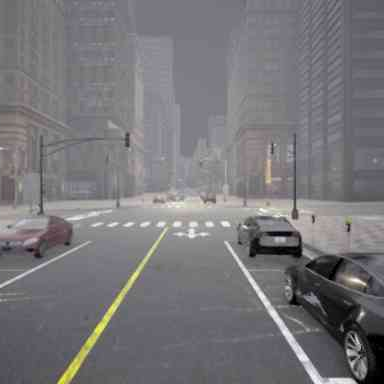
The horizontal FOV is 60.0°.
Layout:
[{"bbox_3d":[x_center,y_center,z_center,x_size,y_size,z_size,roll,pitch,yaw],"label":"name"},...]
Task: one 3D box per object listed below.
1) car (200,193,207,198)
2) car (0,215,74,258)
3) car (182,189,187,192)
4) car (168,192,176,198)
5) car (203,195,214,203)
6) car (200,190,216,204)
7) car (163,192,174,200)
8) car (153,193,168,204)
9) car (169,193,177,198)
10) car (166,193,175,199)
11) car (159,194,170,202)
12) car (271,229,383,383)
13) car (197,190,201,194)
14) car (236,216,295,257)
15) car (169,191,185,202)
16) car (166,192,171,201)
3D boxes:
[{"bbox_3d":[3.192,0.956,94.583,1.802,1.307,4.206,1,1,0],"label":"car"},{"bbox_3d":[-5.770,1.537,12.476,1.802,1.307,4.206,0,0,0],"label":"car"},{"bbox_3d":[-2.658,0.872,80.205,2.097,1.767,4.553,0,0,0],"label":"car"},{"bbox_3d":[-5.363,0.871,89.083,1.967,1.590,4.097,1,1,0],"label":"car"},{"bbox_3d":[3.006,1.213,61.337,1.887,1.381,4.507,0,0,0],"label":"car"},{"bbox_3d":[2.977,1.022,55.795,2.192,1.841,5.009,0,0,0],"label":"car"},{"bbox_3d":[-5.424,0.851,78.001,2.192,1.841,5.009,1,0,0],"label":"car"},{"bbox_3d":[-5.549,1.251,55.842,1.887,1.381,4.507,0,0,0],"label":"car"},{"bbox_3d":[-5.334,0.901,94.454,1.752,1.417,4.829,1,1,0],"label":"car"},{"bbox_3d":[-5.395,1.068,83.543,1.802,1.307,4.206,1,1,0],"label":"car"},{"bbox_3d":[-5.488,1.172,66.922,1.887,1.381,4.507,0,0,0],"label":"car"},{"bbox_3d":[2.761,1.550,5.112,1.947,1.339,4.313,0,0,0],"label":"car"},{"bbox_3d":[3.162,0.872,89.040,1.967,1.590,4.097,1,1,0],"label":"car"},{"bbox_3d":[2.755,1.521,12.478,1.947,1.339,4.313,0,0,0],"label":"car"},{"bbox_3d":[-2.758,1.138,64.724,2.128,1.511,4.902,0,0,1],"label":"car"},{"bbox_3d":[-5.519,1.218,61.382,2.008,1.369,4.403,0,0,0],"label":"car"}]
